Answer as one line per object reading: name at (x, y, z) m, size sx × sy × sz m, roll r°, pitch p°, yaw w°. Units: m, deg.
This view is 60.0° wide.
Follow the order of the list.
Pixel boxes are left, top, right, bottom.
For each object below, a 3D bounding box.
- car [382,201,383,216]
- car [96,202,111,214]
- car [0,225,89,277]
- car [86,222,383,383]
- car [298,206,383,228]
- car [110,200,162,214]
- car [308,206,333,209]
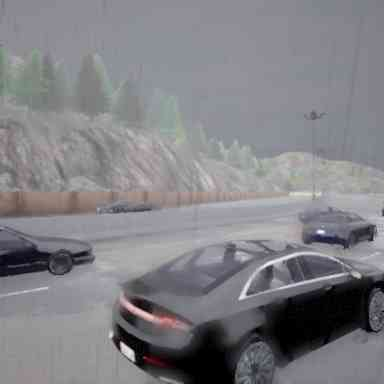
car at (18.862, 1.287, 30.871) m, size 2.097 × 1.767 × 4.553 m, roll 0°, pitch 0°, yaw 31°
car at (-7.784, 1.589, 35.030) m, size 2.128 × 1.511 × 4.902 m, roll 0°, pitch 0°, yaw 40°
car at (-5.385, 1.587, 8.675) m, size 5.357 × 1.411 × 2.033 m, roll 0°, pitch 0°, yaw -37°
car at (1.224, 1.492, 5.061) m, size 4.902 × 1.511 × 2.128 m, roll 0°, pitch 0°, yaw -38°
car at (6.536, 1.547, 14.617) m, size 4.181 × 1.385 × 1.994 m, roll 0°, pitch 0°, yaw -45°
car at (-5.250, 1.665, 32.616) m, size 1.895 × 1.301 × 4.718 m, roll 0°, pitch 0°, yaw 40°
car at (8.975, 1.579, 22.530) m, size 1.895 × 1.301 × 4.718 m, roll 0°, pitch 0°, yaw 40°
